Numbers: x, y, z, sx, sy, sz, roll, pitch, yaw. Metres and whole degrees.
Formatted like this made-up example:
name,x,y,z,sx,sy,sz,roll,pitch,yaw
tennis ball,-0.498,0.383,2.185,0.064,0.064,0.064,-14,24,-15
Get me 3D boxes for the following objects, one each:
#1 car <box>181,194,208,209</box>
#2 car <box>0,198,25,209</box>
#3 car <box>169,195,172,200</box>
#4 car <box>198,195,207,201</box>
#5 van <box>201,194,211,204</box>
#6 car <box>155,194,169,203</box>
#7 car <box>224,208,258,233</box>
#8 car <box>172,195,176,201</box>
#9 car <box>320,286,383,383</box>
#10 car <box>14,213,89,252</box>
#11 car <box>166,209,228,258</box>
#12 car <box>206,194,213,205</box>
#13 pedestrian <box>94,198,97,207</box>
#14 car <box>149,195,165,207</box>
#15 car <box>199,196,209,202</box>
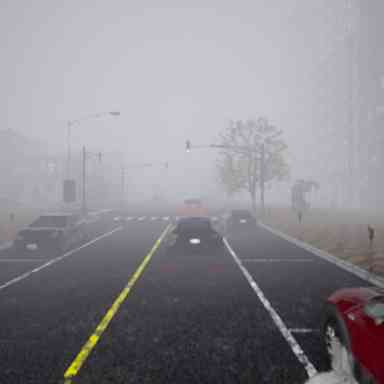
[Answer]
name,x,y,z,sx,sy,sz,roll,pitch,yaw
car,0.091,1.360,31.094,2.097,1.767,4.553,0,0,0
car,-22.825,1.348,40.946,4.206,1.307,1.802,1,-1,-1
car,-5.707,1.569,68.680,2.008,1.369,4.403,0,0,0
car,2.669,1.589,85.337,1.947,1.339,4.313,0,0,0
van,2.676,1.358,63.134,1.690,1.788,3.998,0,0,0
car,-5.702,1.330,57.577,2.192,1.841,5.009,0,0,0
car,2.688,1.571,19.553,1.947,1.339,4.313,0,0,0
car,-5.711,1.549,85.163,1.752,1.417,4.829,0,0,0
car,2.694,1.441,2.935,1.967,1.590,4.097,0,0,0
car,-5.691,1.569,14.011,1.947,1.339,4.313,0,0,0
car,0.096,1.567,12.800,1.994,1.385,4.181,0,0,0
car,2.677,1.540,57.752,1.752,1.417,4.829,0,0,0
pedestrian,-12.762,1.328,44.028,0.375,1.300,0.375,0,-1,-1
car,-5.702,1.595,52.026,1.802,1.307,4.206,0,0,0
car,2.672,1.571,74.235,2.008,1.369,4.403,0,0,0
